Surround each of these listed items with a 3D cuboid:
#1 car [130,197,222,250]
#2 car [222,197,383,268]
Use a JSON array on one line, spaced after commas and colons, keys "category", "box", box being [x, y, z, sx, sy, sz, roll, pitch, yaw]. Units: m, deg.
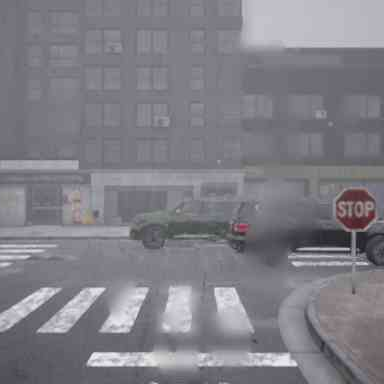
[{"category": "car", "box": [0.282, 1.225, 13.861, 5.566, 2.045, 2.150, 0, 0, 0]}, {"category": "car", "box": [3.941, 1.222, 10.911, 5.566, 2.045, 2.150, 0, 0, 0]}]
